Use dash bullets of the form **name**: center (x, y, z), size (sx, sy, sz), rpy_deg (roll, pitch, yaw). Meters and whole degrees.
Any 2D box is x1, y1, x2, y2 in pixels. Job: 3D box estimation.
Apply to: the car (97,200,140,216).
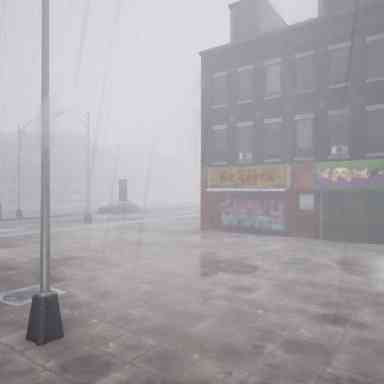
- **car**: center (-6.960, 1.478, 31.730), size (1.994, 1.385, 4.181), rpy_deg (0, 0, 35)
